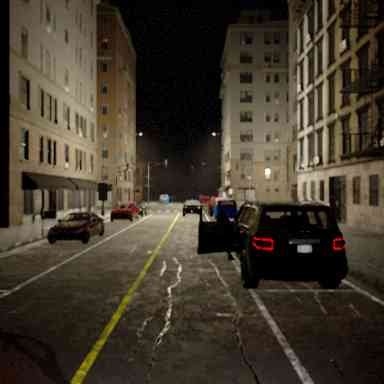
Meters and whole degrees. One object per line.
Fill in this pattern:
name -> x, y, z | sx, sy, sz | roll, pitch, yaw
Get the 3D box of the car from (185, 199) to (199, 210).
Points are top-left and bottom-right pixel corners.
car -> 0.014, 1.693, 45.590 | 1.895, 1.301, 4.718 | 0, 0, 0

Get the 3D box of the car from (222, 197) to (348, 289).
car -> 2.269, 1.243, 9.374 | 2.150, 2.045, 5.566 | 0, 0, 0

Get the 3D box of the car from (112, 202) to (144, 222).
car -> -5.388, 1.606, 27.017 | 1.887, 1.381, 4.507 | 0, 0, 0

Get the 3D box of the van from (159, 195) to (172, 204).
van -> -5.406, 1.477, 64.492 | 1.690, 1.788, 3.998 | 0, 0, 0

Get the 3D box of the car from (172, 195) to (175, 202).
car -> -5.403, 1.723, 75.304 | 1.947, 1.339, 4.313 | 0, 0, 0

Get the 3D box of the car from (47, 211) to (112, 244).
car -> -5.388, 1.619, 15.994 | 1.802, 1.307, 4.206 | 0, 0, 0

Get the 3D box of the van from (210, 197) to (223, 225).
van -> 2.637, 1.402, 27.016 | 1.690, 1.788, 3.998 | 0, 0, 0

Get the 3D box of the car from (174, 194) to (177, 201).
car -> -5.401, 1.712, 80.710 | 1.887, 1.381, 4.507 | 0, 0, 0

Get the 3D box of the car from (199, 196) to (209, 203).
car -> 2.702, 1.708, 75.305 | 2.008, 1.369, 4.403 | 0, 0, 0

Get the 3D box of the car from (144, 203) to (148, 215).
car -> -5.387, 1.638, 32.528 | 1.947, 1.339, 4.313 | 0, 0, 0

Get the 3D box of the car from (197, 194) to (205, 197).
car -> 2.707, 1.462, 69.899 | 2.192, 1.841, 5.009 | 0, 0, 0

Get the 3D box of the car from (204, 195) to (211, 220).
car -> 2.638, 1.387, 32.528 | 2.192, 1.841, 5.009 | 0, 0, 0

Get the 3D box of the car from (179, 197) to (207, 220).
car -> 0.052, 1.563, 32.271 | 2.128, 1.511, 4.902 | 0, 0, 1
